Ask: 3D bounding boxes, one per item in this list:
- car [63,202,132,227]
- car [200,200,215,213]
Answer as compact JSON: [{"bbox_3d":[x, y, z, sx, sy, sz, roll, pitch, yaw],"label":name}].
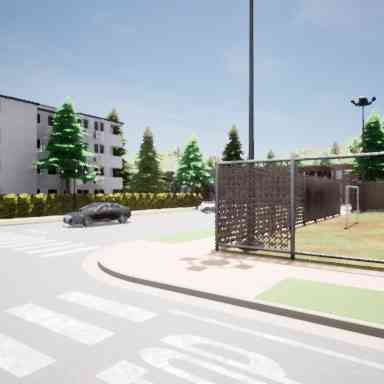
[{"bbox_3d":[-6.280,1.470,22.524,2.128,1.511,4.902,0,0,36],"label":"car"},{"bbox_3d":[2.723,1.504,35.254,1.812,1.442,4.674,0,0,36],"label":"car"}]
